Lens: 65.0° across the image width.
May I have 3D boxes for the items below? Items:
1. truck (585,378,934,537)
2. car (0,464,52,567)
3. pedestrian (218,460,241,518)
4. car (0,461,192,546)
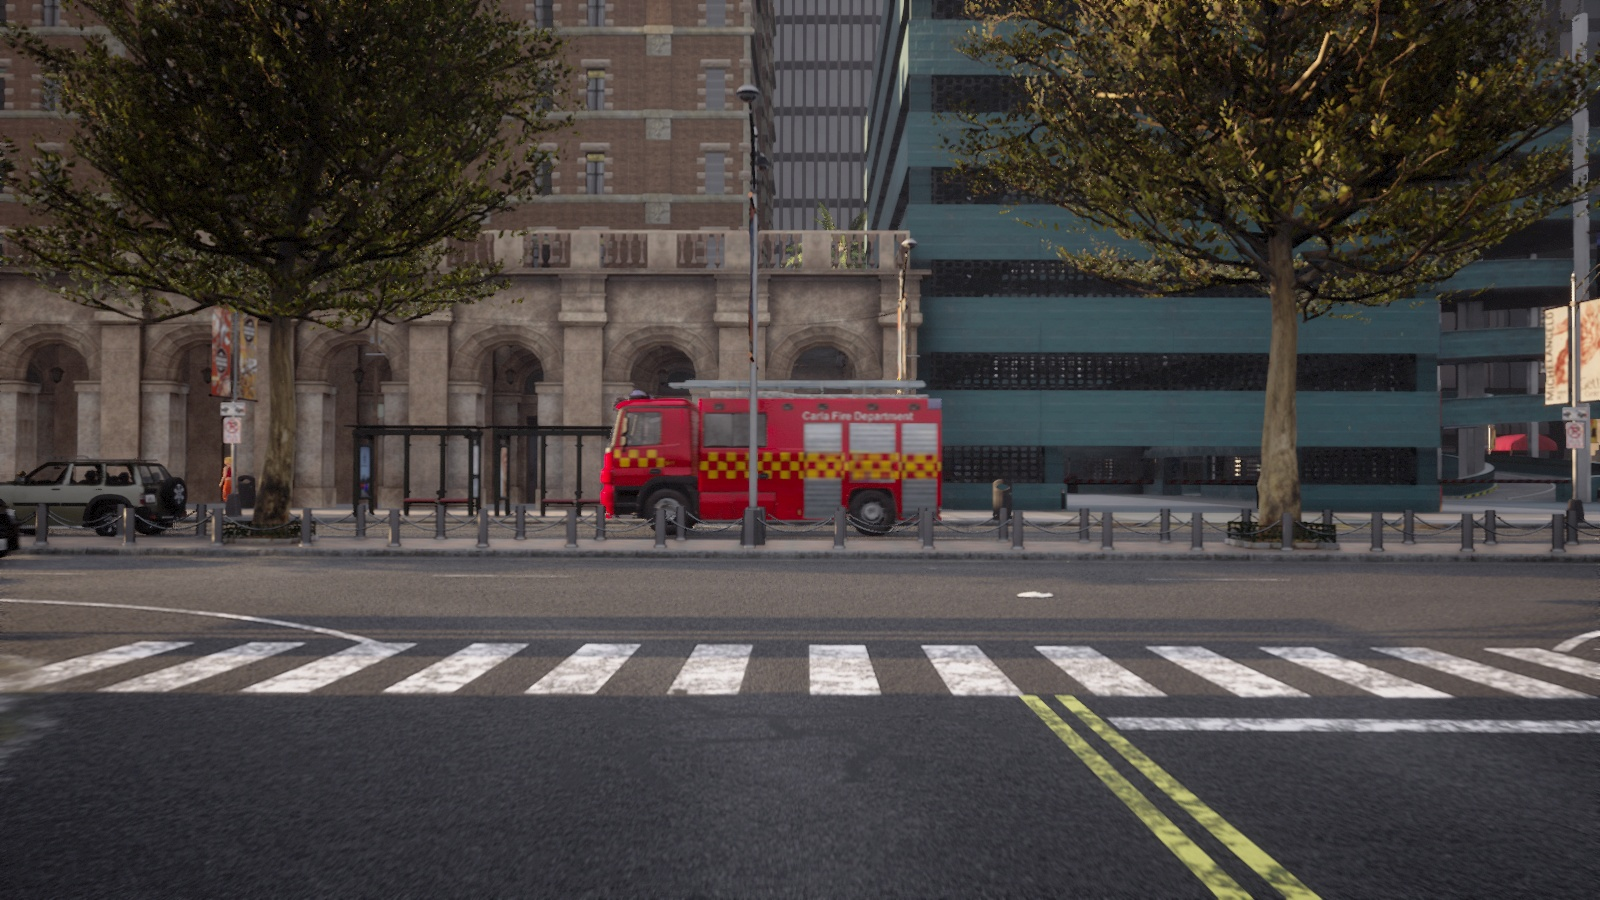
[{"bbox_3d":[-0.966,0.213,31.963,8.468,3.827,2.891,0,-1,1],"label":"truck"},{"bbox_3d":[-15.287,1.082,20.675,4.611,1.667,2.242,0,-1,2],"label":"car"},{"bbox_3d":[-18.194,1.244,40.061,0.594,1.836,0.345,-1,-1,21],"label":"pedestrian"},{"bbox_3d":[-16.661,1.199,28.671,4.605,1.855,1.932,0,-1,1],"label":"car"}]
